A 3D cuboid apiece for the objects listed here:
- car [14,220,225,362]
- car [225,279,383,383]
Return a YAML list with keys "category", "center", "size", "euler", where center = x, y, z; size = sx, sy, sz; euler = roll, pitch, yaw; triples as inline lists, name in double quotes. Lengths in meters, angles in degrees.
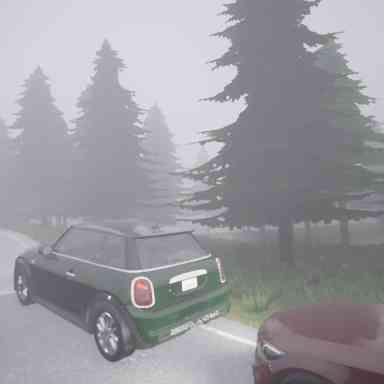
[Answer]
- category: "car"
  center: [-1.566, 1.310, 6.198]
  size: [4.553, 1.767, 2.097]
  euler: [1, 1, 44]
- category: "car"
  center: [2.768, 1.532, 2.584]
  size: [4.674, 1.442, 1.812]
  euler: [1, 0, 36]
